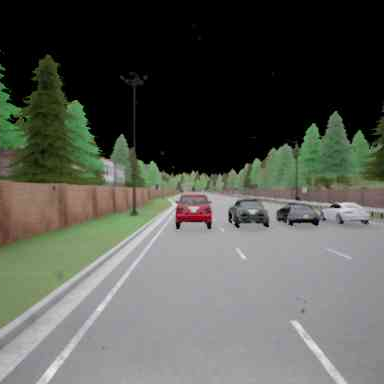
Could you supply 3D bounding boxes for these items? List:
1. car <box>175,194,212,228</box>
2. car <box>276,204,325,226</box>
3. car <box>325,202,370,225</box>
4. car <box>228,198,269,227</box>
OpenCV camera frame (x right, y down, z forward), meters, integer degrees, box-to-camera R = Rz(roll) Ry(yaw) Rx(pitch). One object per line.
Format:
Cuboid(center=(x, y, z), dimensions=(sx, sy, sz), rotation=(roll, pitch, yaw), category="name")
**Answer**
Cuboid(center=(0.101, 1.139, 21.417), dimensions=(2.150, 2.045, 5.566), rotation=(0, 0, 0), category="car")
Cuboid(center=(7.101, 1.477, 22.748), dimensions=(1.994, 1.385, 4.181), rotation=(0, 0, 0), category="car")
Cuboid(center=(10.587, 1.437, 23.223), dimensions=(1.812, 1.442, 4.674), rotation=(0, 0, 0), category="car")
Cuboid(center=(3.601, 1.268, 21.906), dimensions=(2.097, 1.767, 4.553), rotation=(0, 0, 0), category="car")
